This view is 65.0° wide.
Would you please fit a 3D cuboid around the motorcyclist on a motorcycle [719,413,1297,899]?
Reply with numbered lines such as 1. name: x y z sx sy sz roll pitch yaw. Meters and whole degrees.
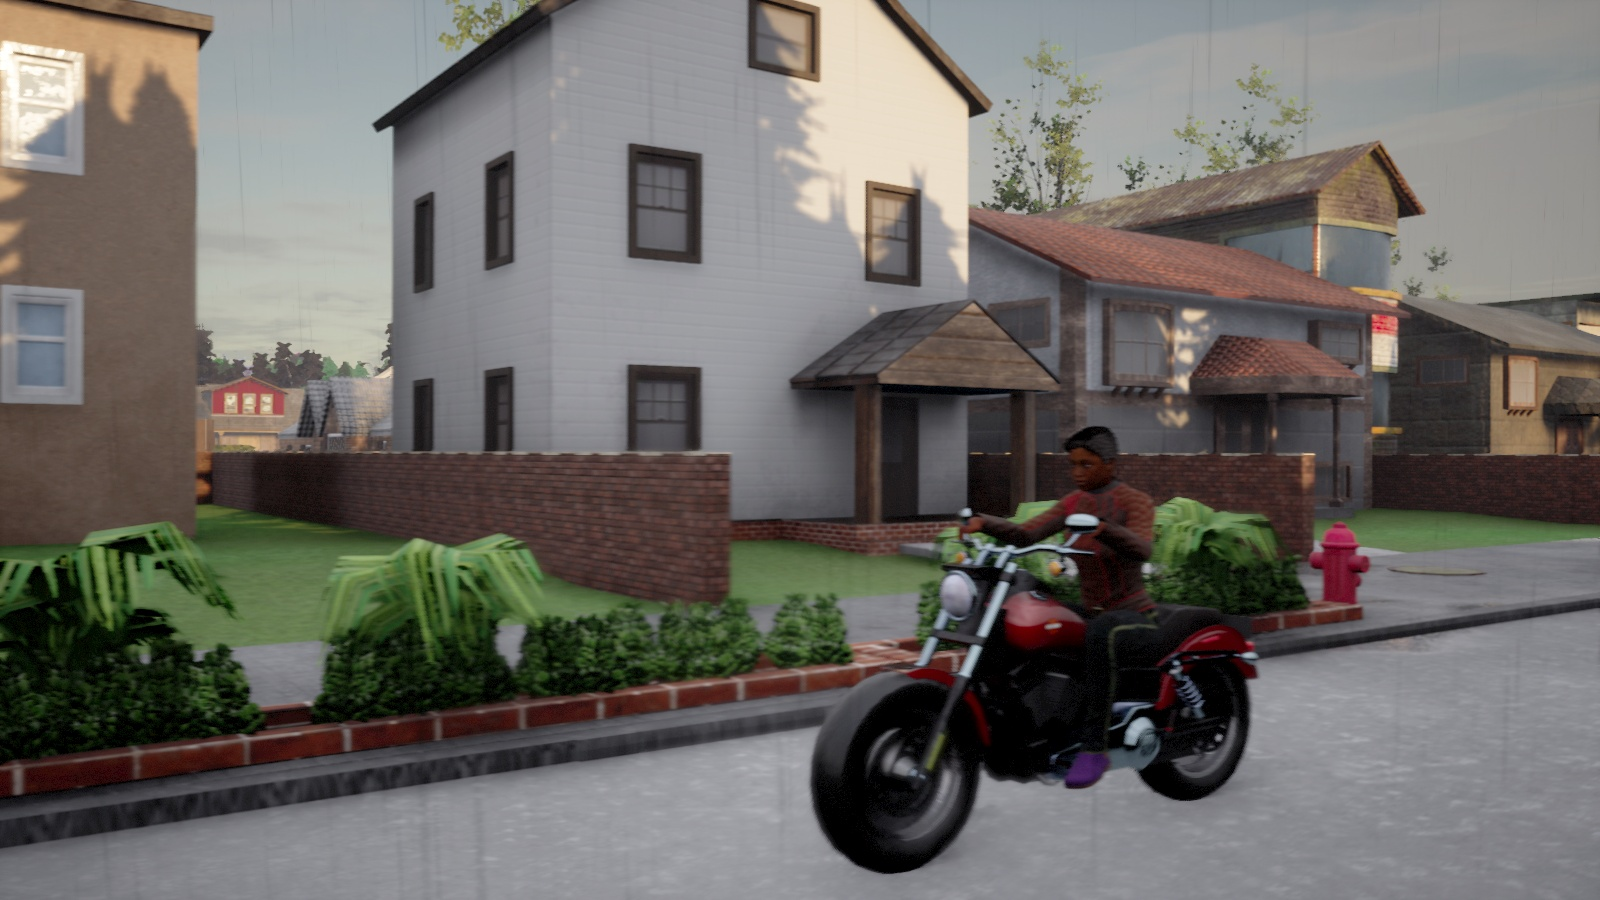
1. motorcyclist on a motorcycle: 0.893 0.705 4.894 2.350 1.649 0.766 0 0 -35
